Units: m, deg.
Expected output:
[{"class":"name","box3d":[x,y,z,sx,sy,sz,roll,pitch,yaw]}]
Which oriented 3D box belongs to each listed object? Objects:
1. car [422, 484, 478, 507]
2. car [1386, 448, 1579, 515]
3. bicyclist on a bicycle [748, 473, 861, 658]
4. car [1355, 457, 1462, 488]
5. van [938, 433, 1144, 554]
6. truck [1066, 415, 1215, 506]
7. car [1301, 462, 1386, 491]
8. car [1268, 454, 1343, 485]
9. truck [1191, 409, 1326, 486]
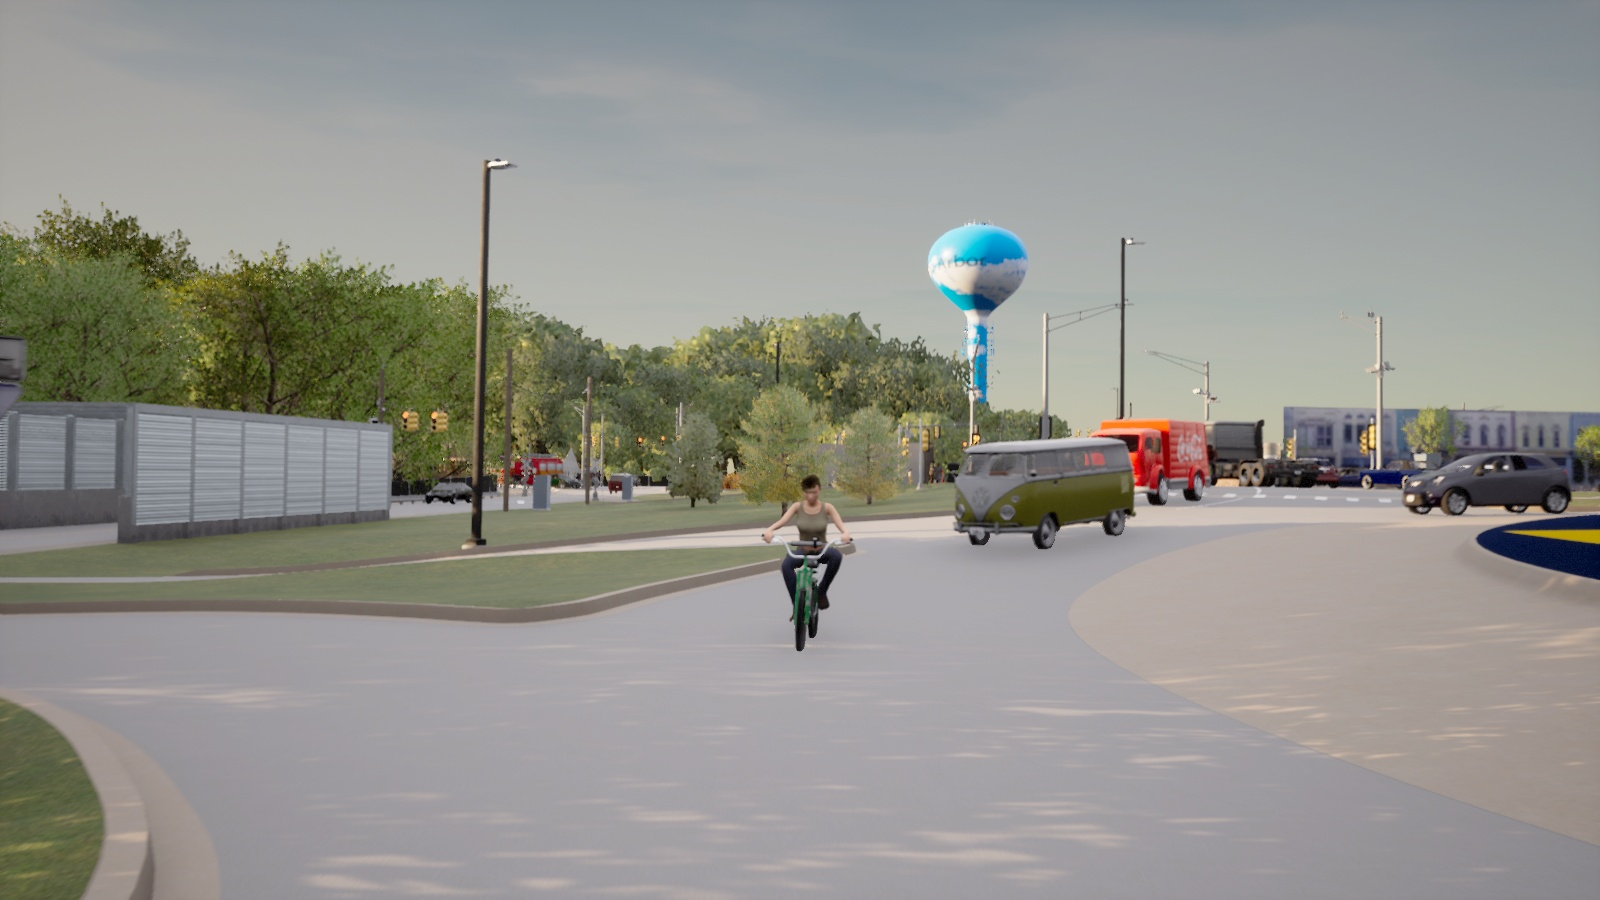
[{"class":"car","box3d":[-23.824,3.069,85.656,2.163,1.488,4.792,0,-1,5]},{"class":"car","box3d":[16.543,0.767,30.551,3.633,1.501,1.845,-1,-2,-4]},{"class":"bicyclist on a bicycle","box3d":[0.076,1.041,11.933,0.866,1.612,1.509,1,-1,7]},{"class":"car","box3d":[26.388,0.973,54.663,1.895,1.301,4.718,1,-1,-8]},{"class":"van","box3d":[4.780,0.771,24.472,1.775,1.987,4.442,-1,2,43]},{"class":"truck","box3d":[10.160,0.295,37.171,2.627,2.467,5.204,-1,0,35]},{"class":"car","box3d":[34.740,1.699,80.335,4.553,1.767,2.097,1,-3,2]},{"class":"car","box3d":[25.358,1.015,63.128,1.970,1.475,3.806,1,-2,-5]},{"class":"truck","box3d":[22.357,-0.009,61.751,2.891,3.462,7.936,1,-2,-8]}]
